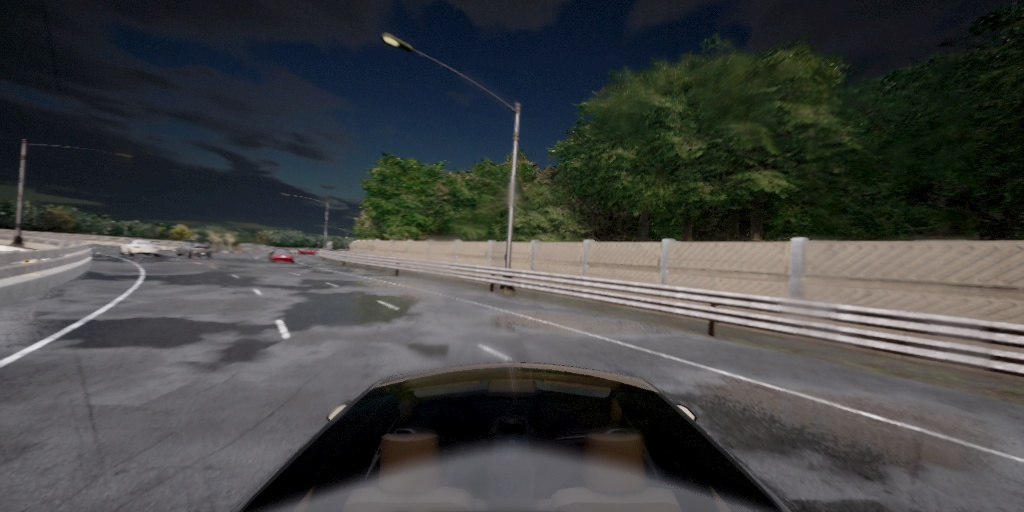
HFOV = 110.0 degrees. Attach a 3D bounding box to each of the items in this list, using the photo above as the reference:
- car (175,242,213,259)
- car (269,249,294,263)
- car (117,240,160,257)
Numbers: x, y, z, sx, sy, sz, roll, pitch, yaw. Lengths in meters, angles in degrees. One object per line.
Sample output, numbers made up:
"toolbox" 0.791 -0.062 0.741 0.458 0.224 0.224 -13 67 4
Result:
"car" -30.224 -0.549 34.131 4.902 1.511 2.128 3 0 34
"car" -24.085 -0.067 37.499 1.994 1.385 4.181 4 0 -38
"car" -32.878 -0.698 31.697 4.674 1.442 1.812 3 0 33
